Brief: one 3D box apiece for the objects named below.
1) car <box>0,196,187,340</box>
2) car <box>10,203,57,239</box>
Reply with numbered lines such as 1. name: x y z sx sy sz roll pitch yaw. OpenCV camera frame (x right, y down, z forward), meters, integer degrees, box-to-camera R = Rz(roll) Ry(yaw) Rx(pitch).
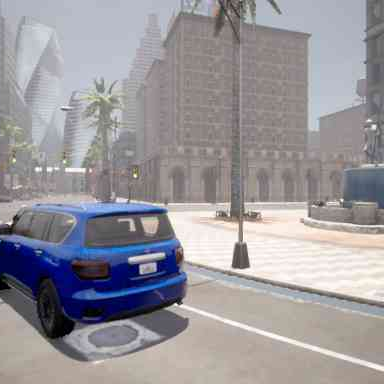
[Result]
1. car: -2.468 1.222 6.921 2.150 2.045 5.566 0 0 -43
2. car: -8.667 1.478 18.568 1.882 1.535 5.008 0 0 -19
